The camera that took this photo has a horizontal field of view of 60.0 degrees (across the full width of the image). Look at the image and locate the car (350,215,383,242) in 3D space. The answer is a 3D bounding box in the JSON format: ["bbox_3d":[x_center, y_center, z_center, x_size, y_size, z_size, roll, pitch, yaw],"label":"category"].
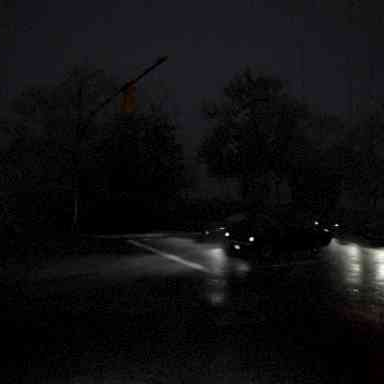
[{"bbox_3d":[11.502,2.105,18.991,5.008,1.535,1.882,3,-1,-34],"label":"car"}]

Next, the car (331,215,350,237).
[{"bbox_3d":[10.358,2.218,22.436,4.718,1.301,1.895,3,-1,-34],"label":"car"}]

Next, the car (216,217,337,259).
[{"bbox_3d":[3.595,1.871,13.863,4.718,1.301,1.895,3,-1,-32],"label":"car"}]

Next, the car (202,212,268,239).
[{"bbox_3d":[2.719,1.797,17.436,4.674,1.442,1.812,3,-1,-33],"label":"car"}]
